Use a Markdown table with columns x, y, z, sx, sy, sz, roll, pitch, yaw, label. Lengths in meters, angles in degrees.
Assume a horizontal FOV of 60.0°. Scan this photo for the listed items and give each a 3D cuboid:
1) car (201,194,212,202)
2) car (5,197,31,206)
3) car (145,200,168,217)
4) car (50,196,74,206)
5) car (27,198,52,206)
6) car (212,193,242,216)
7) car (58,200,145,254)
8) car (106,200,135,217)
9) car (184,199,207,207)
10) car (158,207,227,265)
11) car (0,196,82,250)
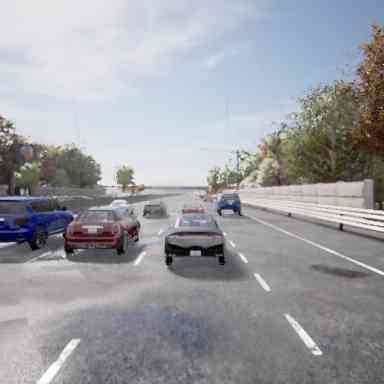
| x | y | z | sx | sy | sz | roll | pitch | yaw | label |
| --- | --- | --- | --- | --- | --- | --- | --- | --- | --- |
| 3.478 | 1.527 | 70.572 | 1.994 | 1.385 | 4.181 | 0 | 0 | 0 | car |
| -28.057 | 1.548 | 53.759 | 1.994 | 1.385 | 4.181 | 0 | 0 | 1 | car |
| -3.407 | 1.477 | 31.290 | 2.128 | 1.511 | 4.902 | 0 | 0 | 0 | car |
| -21.063 | 1.488 | 54.116 | 1.837 | 1.490 | 4.892 | 0 | 0 | 1 | car |
| -24.557 | 1.586 | 53.872 | 1.895 | 1.301 | 4.718 | 0 | 0 | 1 | car |
| 3.489 | 1.084 | 32.588 | 2.150 | 2.045 | 5.566 | 0 | 0 | 0 | car |
| -3.406 | 1.342 | 13.502 | 2.097 | 1.767 | 4.553 | 0 | 0 | 0 | car |
| -6.911 | 1.511 | 32.403 | 1.812 | 1.442 | 4.674 | 0 | 0 | 0 | car |
| 0.093 | 1.587 | 29.879 | 1.895 | 1.301 | 4.718 | 0 | 0 | 0 | car |
| 0.098 | 1.483 | 11.659 | 2.128 | 1.511 | 4.902 | 0 | 0 | 0 | car |
| -6.904 | 1.212 | 14.380 | 2.150 | 2.045 | 5.566 | 0 | 0 | 0 | car |
